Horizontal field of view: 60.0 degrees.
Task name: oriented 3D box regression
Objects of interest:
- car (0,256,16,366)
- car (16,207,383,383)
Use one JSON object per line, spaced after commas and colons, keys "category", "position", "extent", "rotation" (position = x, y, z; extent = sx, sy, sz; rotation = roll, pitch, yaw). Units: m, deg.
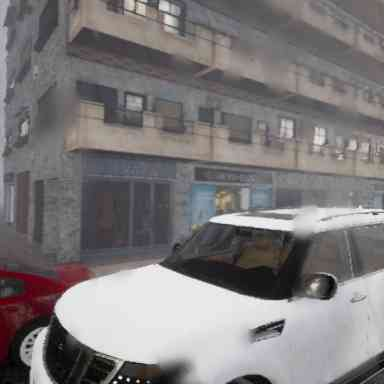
{"category": "car", "position": [-3.411, 1.540, 4.112], "extent": [4.507, 1.381, 1.887], "rotation": [1, 1, -35]}
{"category": "car", "position": [1.108, 1.253, 4.168], "extent": [5.566, 2.045, 2.150], "rotation": [1, 0, -35]}
